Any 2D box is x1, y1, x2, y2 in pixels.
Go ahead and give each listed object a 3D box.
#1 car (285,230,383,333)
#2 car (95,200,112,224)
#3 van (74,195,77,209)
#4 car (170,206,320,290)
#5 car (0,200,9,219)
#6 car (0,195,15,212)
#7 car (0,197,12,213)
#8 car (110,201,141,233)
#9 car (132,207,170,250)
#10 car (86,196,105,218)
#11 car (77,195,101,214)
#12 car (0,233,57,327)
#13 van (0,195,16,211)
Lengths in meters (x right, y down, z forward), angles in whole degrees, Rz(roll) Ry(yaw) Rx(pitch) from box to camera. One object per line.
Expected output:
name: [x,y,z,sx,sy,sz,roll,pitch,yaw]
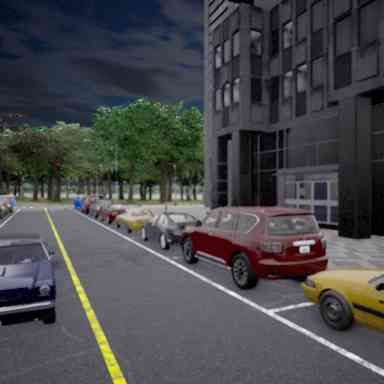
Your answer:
car: [3.603,1.514,4.443,1.752,1.417,4.829,0,0,-25]
car: [-5.466,1.501,24.026,1.887,1.381,4.507,0,0,-25]
van: [-12.322,1.276,38.828,1.690,1.788,3.998,0,0,-25]
car: [1.389,1.296,9.223,2.192,1.841,5.009,0,0,-25]
car: [-15.487,1.525,25.377,1.947,1.339,4.313,0,0,-25]
car: [-20.058,1.386,35.245,1.967,1.590,4.097,0,0,-25]
car: [-17.701,1.478,30.157,1.752,1.417,4.829,0,0,-25]
car: [-3.253,1.489,19.246,1.752,1.417,4.829,0,0,-25]
car: [-0.896,1.523,14.157,2.008,1.369,4.403,0,0,-25]
car: [-7.752,1.389,28.959,1.967,1.590,4.097,0,0,-25]
car: [-10.037,1.257,33.894,2.192,1.841,5.009,0,0,-25]
car: [-3.818,1.588,6.756,1.895,1.301,4.718,0,0,-25]
van: [-22.343,1.280,40.179,1.690,1.788,3.998,0,0,-25]
